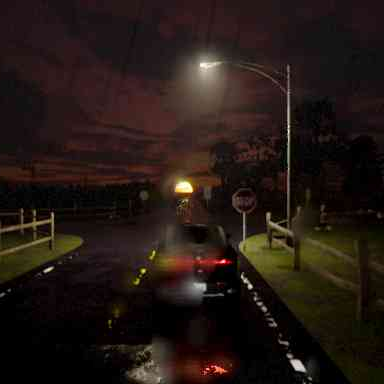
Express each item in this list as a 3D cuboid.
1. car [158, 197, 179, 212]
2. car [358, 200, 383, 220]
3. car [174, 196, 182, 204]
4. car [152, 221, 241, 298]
[{"bbox_3d":[-2.902,1.574,39.490,1.994,1.385,4.181,0,0,0],"label":"car"},{"bbox_3d":[14.740,1.213,24.333,4.892,1.490,1.837,-1,0,1],"label":"car"},{"bbox_3d":[-2.895,1.527,50.869,1.837,1.490,4.892,0,0,0],"label":"car"},{"bbox_3d":[0.059,1.501,8.525,1.837,1.490,4.892,0,0,-1],"label":"car"}]
